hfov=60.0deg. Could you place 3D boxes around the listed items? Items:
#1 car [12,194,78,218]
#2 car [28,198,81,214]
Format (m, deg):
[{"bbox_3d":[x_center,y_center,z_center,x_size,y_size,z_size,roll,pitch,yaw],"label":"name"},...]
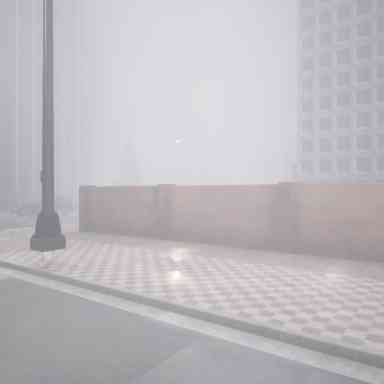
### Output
[{"bbox_3d":[-13.752,1.221,31.135,2.150,2.045,5.566,0,0,35],"label":"car"},{"bbox_3d":[-14.711,1.478,35.855,1.882,1.535,5.008,0,0,35],"label":"car"}]
